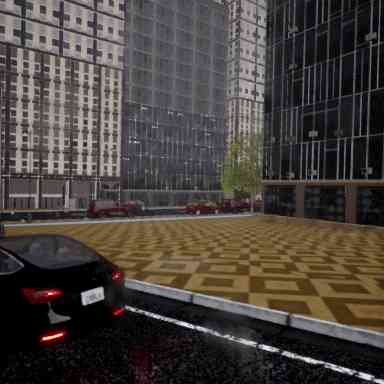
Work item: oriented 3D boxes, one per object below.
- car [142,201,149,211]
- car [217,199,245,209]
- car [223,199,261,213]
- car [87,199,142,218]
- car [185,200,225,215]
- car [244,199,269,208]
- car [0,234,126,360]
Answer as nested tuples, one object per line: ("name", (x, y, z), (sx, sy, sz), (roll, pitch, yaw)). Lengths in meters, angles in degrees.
("car", (-7.811, 1.719, 43.241), (4.403, 1.369, 2.008), (1, 1, -34))
("car", (6.215, 1.872, 52.859), (4.313, 1.339, 1.947), (1, 1, -34))
("car", (5.999, 1.781, 43.150), (5.009, 1.841, 2.192), (1, 1, -34))
("car", (-8.027, 1.644, 33.533), (5.009, 1.841, 2.192), (1, 1, -34))
("car", (1.319, 1.965, 39.948), (4.507, 1.381, 1.887), (1, 1, -34))
("car", (10.890, 1.934, 56.065), (4.206, 1.307, 1.802), (1, 1, -34))
("car", (-3.292, 1.501, 6.024), (4.792, 1.488, 2.163), (0, 0, 35))
